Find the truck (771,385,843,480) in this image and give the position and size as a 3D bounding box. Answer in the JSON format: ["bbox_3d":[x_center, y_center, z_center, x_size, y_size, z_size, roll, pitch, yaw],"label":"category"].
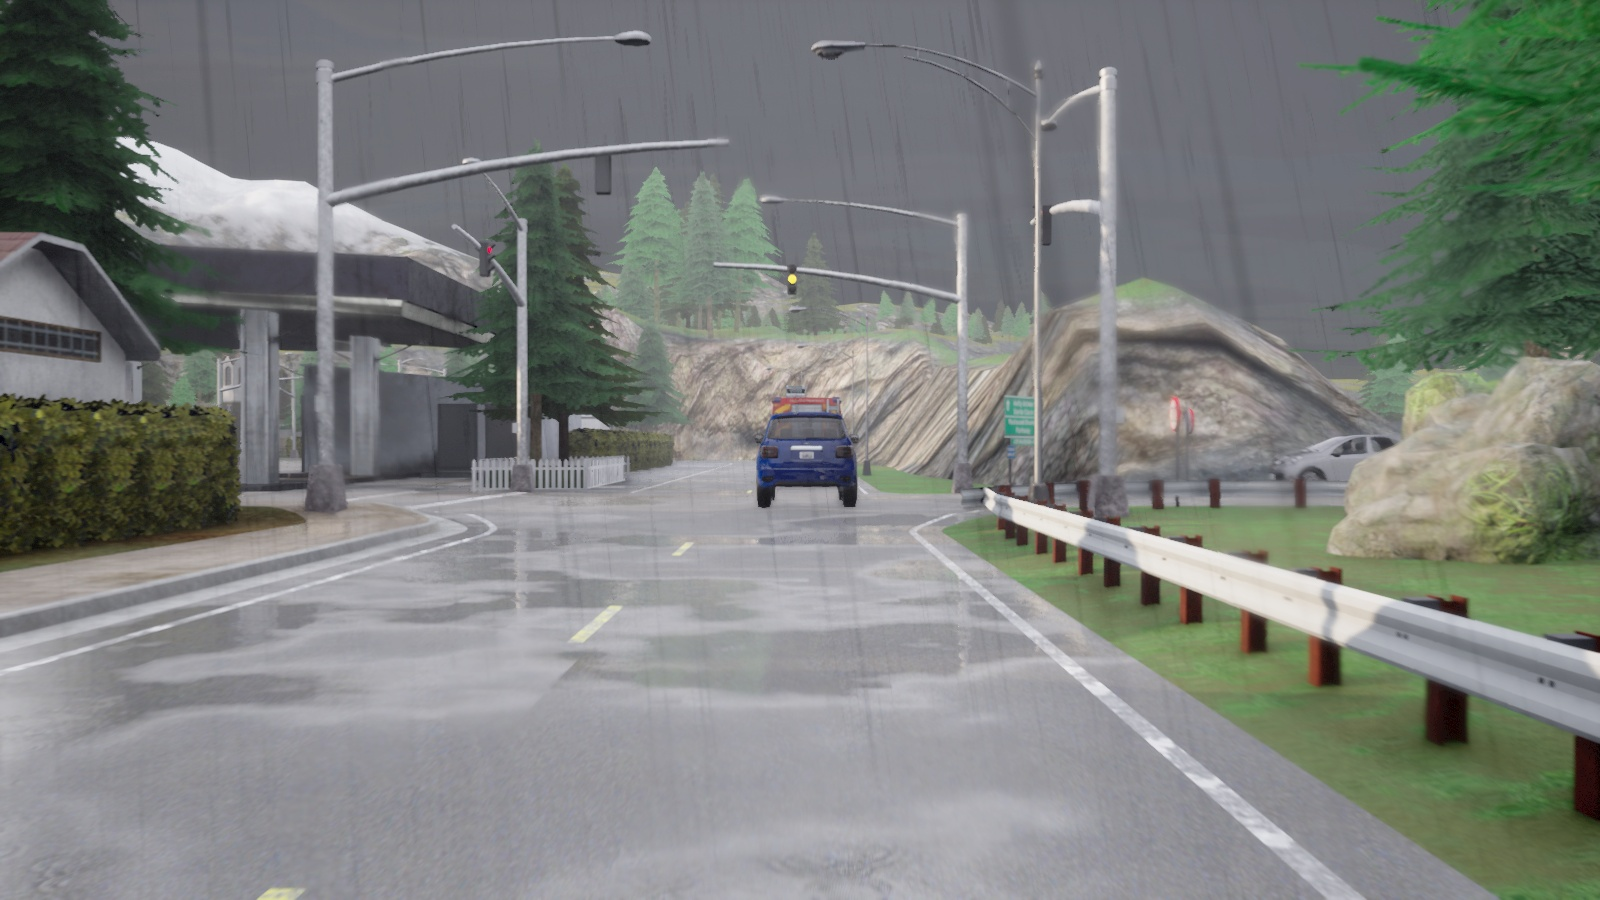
[{"bbox_3d":[0.292,-0.726,54.735,2.891,3.827,8.468,0,0,0],"label":"truck"}]

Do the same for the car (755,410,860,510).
[{"bbox_3d":[0.159,0.197,28.522,2.150,2.045,5.566,0,0,0],"label":"car"}]

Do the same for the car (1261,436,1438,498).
[{"bbox_3d":[13.672,0.403,31.396,3.633,1.501,1.845,0,0,0],"label":"car"}]
